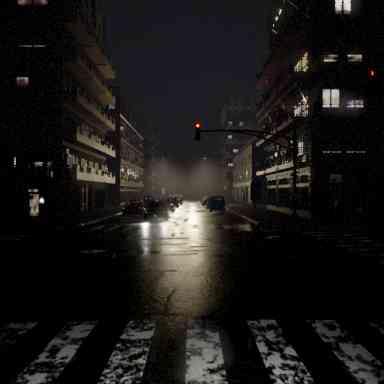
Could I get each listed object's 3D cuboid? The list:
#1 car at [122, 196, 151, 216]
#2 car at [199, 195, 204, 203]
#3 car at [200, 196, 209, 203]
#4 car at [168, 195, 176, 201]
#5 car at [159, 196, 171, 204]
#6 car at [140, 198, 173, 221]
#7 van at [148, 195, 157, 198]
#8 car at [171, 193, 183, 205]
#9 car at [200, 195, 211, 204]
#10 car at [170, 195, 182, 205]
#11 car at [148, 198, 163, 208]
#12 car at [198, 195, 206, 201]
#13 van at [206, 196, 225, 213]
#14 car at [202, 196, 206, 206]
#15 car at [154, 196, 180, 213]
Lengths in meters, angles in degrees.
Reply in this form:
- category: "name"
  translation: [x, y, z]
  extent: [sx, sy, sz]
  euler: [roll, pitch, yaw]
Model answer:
- category: "car"
  translation: [-5.414, 1.432, 31.920]
  extent: [1.967, 1.590, 4.097]
  euler: [0, 0, 0]
- category: "car"
  translation: [2.619, 1.550, 54.239]
  extent: [1.947, 1.339, 4.313]
  euler: [0, 0, 0]
- category: "car"
  translation: [2.632, 1.520, 70.983]
  extent: [1.887, 1.381, 4.507]
  euler: [0, 0, 0]
- category: "car"
  translation: [-5.233, 1.512, 87.735]
  extent: [2.008, 1.369, 4.403]
  euler: [0, 0, 0]
- category: "car"
  translation: [-5.253, 1.523, 65.409]
  extent: [1.887, 1.381, 4.507]
  euler: [0, 0, 0]
- category: "car"
  translation: [-2.812, 1.519, 27.390]
  extent: [1.812, 1.442, 4.674]
  euler: [0, 0, -1]
- category: "van"
  translation: [-5.369, 1.329, 43.084]
  extent: [1.690, 1.788, 3.998]
  euler: [0, 0, 0]
- category: "car"
  translation: [-2.747, 1.204, 57.591]
  extent: [2.150, 2.045, 5.566]
  euler: [0, 0, 1]
- category: "car"
  translation: [2.627, 1.419, 65.401]
  extent: [1.967, 1.590, 4.097]
  euler: [0, 0, 0]
- category: "car"
  translation: [-2.795, 1.512, 46.948]
  extent: [1.812, 1.442, 4.674]
  euler: [0, 0, 0]
- category: "car"
  translation: [-5.317, 1.568, 48.665]
  extent: [1.802, 1.307, 4.206]
  euler: [0, 0, 0]
- category: "car"
  translation: [2.648, 1.527, 87.728]
  extent: [1.947, 1.339, 4.313]
  euler: [0, 0, 0]
- category: "van"
  translation: [2.730, 1.331, 36.873]
  extent: [1.690, 1.788, 3.998]
  euler: [0, 0, 0]
- category: "car"
  translation: [2.701, 1.533, 43.077]
  extent: [1.887, 1.381, 4.507]
  euler: [0, 0, 0]
- category: "car"
  translation: [-2.814, 1.537, 37.036]
  extent: [2.033, 1.411, 5.357]
  euler: [0, 0, 0]
